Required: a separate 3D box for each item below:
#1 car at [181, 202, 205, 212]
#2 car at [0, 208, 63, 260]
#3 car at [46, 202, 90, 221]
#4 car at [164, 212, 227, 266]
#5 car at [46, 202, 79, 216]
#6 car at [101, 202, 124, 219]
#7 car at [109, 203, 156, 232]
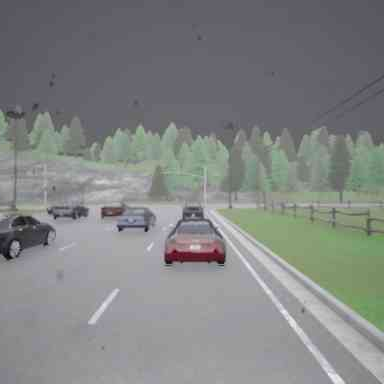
[{"bbox_3d":[0.094,1.640,29.211,1.837,1.490,4.892,0,0,0],"label":"car"},{"bbox_3d":[-6.903,1.562,12.664,1.837,1.490,4.892,0,-1,0],"label":"car"},{"bbox_3d":[-10.405,1.625,28.921,2.128,1.511,4.902,0,0,0],"label":"car"},{"bbox_3d":[0.097,1.619,11.840,1.994,1.385,4.181,0,0,0],"label":"car"},{"bbox_3d":[-13.969,1.768,36.128,1.895,1.301,4.718,0,0,-2],"label":"car"},{"bbox_3d":[-6.906,1.619,30.470,1.882,1.535,5.008,0,0,0],"label":"car"},{"bbox_3d":[-3.404,1.645,21.012,2.033,1.411,5.357,0,0,0],"label":"car"}]
